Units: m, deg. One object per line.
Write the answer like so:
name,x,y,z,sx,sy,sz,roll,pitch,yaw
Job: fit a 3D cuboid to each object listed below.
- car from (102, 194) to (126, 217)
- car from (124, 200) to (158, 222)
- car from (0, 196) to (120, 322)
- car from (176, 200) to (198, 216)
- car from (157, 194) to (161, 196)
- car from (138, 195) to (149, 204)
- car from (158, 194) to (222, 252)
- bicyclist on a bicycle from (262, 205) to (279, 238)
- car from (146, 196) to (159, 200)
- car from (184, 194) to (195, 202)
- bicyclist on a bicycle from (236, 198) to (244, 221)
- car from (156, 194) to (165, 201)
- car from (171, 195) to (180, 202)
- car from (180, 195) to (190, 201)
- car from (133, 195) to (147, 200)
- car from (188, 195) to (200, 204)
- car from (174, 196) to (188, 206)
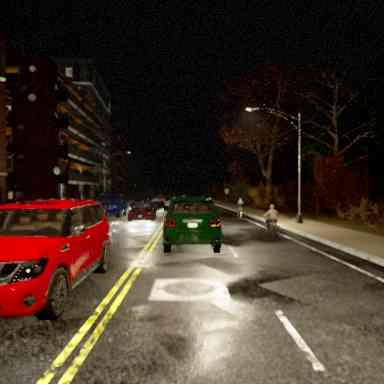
car,-7.162,1.204,29.560,2.150,2.045,5.566,0,0,-2
car,-3.784,1.549,25.883,1.994,1.385,4.181,0,0,-2
car,-3.388,1.216,7.581,2.150,2.045,5.566,0,0,0
car,-0.615,1.528,33.341,2.033,1.411,5.357,0,0,-3
car,-5.857,1.431,61.558,1.882,1.535,5.008,0,0,-4
car,-9.450,1.451,65.543,1.837,1.490,4.892,0,0,-5
car,-0.021,1.215,13.963,2.150,2.045,5.566,0,0,-1
bicyclist on a bicycle,4.003,1.430,16.724,0.866,1.612,1.509,0,0,-1
car,-4.624,1.536,43.980,1.994,1.385,4.181,0,0,-3
car,-0.650,1.289,75.757,2.097,1.767,4.553,0,0,-6
bicyclist on a bicycle,3.722,1.358,25.843,0.659,1.776,1.843,0,0,-2
car,-7.364,1.314,77.397,1.882,1.535,5.008,0,0,-6
car,-3.684,1.437,73.513,1.837,1.490,4.892,0,0,-6
car,-1.798,1.459,85.858,2.033,1.411,5.357,0,0,-7
car,-8.550,1.439,54.533,1.882,1.535,5.008,0,0,-4
car,0.347,1.425,65.670,1.882,1.535,5.008,0,0,-5
car,-1.917,1.453,54.689,2.128,1.511,4.902,0,0,-4
